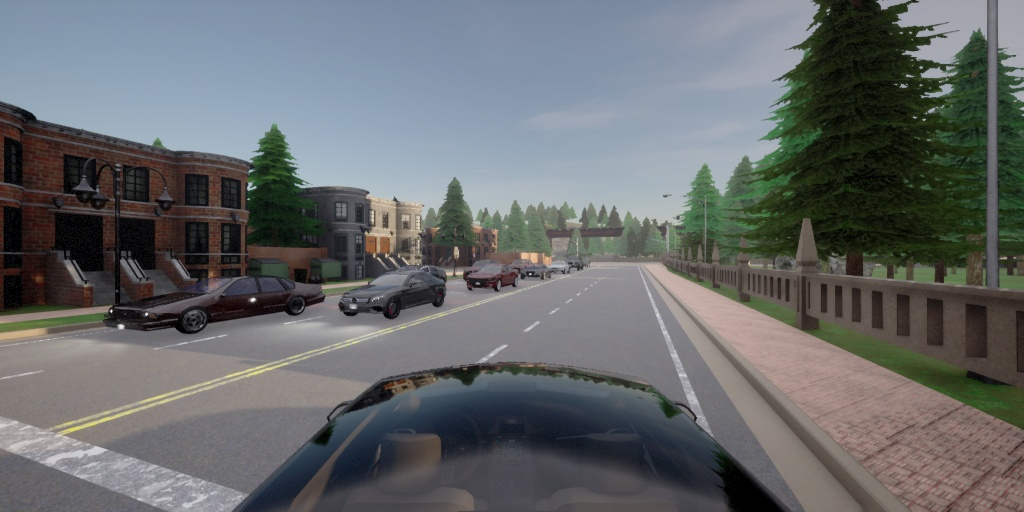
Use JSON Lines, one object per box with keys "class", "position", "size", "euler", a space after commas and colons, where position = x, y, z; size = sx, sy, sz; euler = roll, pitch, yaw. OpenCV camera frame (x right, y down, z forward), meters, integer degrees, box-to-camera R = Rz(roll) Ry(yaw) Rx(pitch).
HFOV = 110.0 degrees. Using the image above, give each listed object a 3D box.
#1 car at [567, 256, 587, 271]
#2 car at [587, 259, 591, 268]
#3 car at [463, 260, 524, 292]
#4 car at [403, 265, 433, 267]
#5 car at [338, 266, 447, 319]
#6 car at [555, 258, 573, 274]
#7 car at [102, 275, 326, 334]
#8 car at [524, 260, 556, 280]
{"class": "car", "position": [8.775, 0.971, 50.844], "size": [2.150, 2.045, 5.566], "euler": [0, 0, 19]}
{"class": "car", "position": [12.255, 1.255, 61.013], "size": [1.837, 1.490, 4.892], "euler": [0, 0, 19]}
{"class": "car", "position": [-1.067, 1.228, 21.942], "size": [1.882, 1.535, 5.008], "euler": [0, 0, 19]}
{"class": "car", "position": [-5.417, 1.242, 20.040], "size": [2.128, 1.511, 4.902], "euler": [0, 0, 18]}
{"class": "car", "position": [-4.072, 1.276, 13.111], "size": [1.812, 1.442, 4.674], "euler": [0, 0, 19]}
{"class": "car", "position": [5.409, 1.276, 40.971], "size": [1.812, 1.442, 4.674], "euler": [0, 0, 19]}
{"class": "car", "position": [-8.467, 1.297, 11.066], "size": [2.033, 1.411, 5.357], "euler": [0, 0, 19]}
{"class": "car", "position": [2.168, 1.314, 31.422], "size": [1.994, 1.385, 4.181], "euler": [0, 0, 20]}
